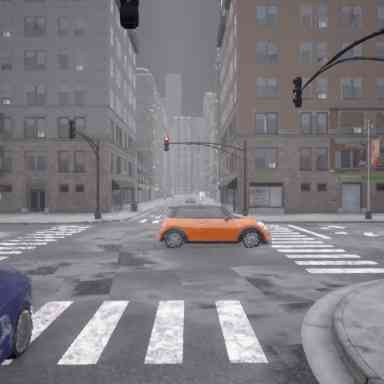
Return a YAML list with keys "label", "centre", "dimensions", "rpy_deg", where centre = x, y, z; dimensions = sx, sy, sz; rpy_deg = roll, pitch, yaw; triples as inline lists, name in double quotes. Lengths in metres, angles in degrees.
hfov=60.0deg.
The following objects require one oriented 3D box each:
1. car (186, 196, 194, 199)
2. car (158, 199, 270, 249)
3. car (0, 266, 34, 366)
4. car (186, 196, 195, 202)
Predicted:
- label: "car"
  centre: [-0.337, 1.650, 63.739]
  dimensions: [1.895, 1.301, 4.718]
  rpy_deg: [0, 0, 0]
- label: "car"
  centre: [0.900, 1.340, 13.950]
  dimensions: [4.553, 1.767, 2.097]
  rpy_deg: [0, 0, -1]
- label: "car"
  centre: [-3.038, 1.525, 3.173]
  dimensions: [1.812, 1.442, 4.674]
  rpy_deg: [1, 0, -7]
- label: "car"
  centre: [-0.410, 1.485, 73.744]
  dimensions: [1.895, 1.301, 4.718]
  rpy_deg: [0, 0, 0]
